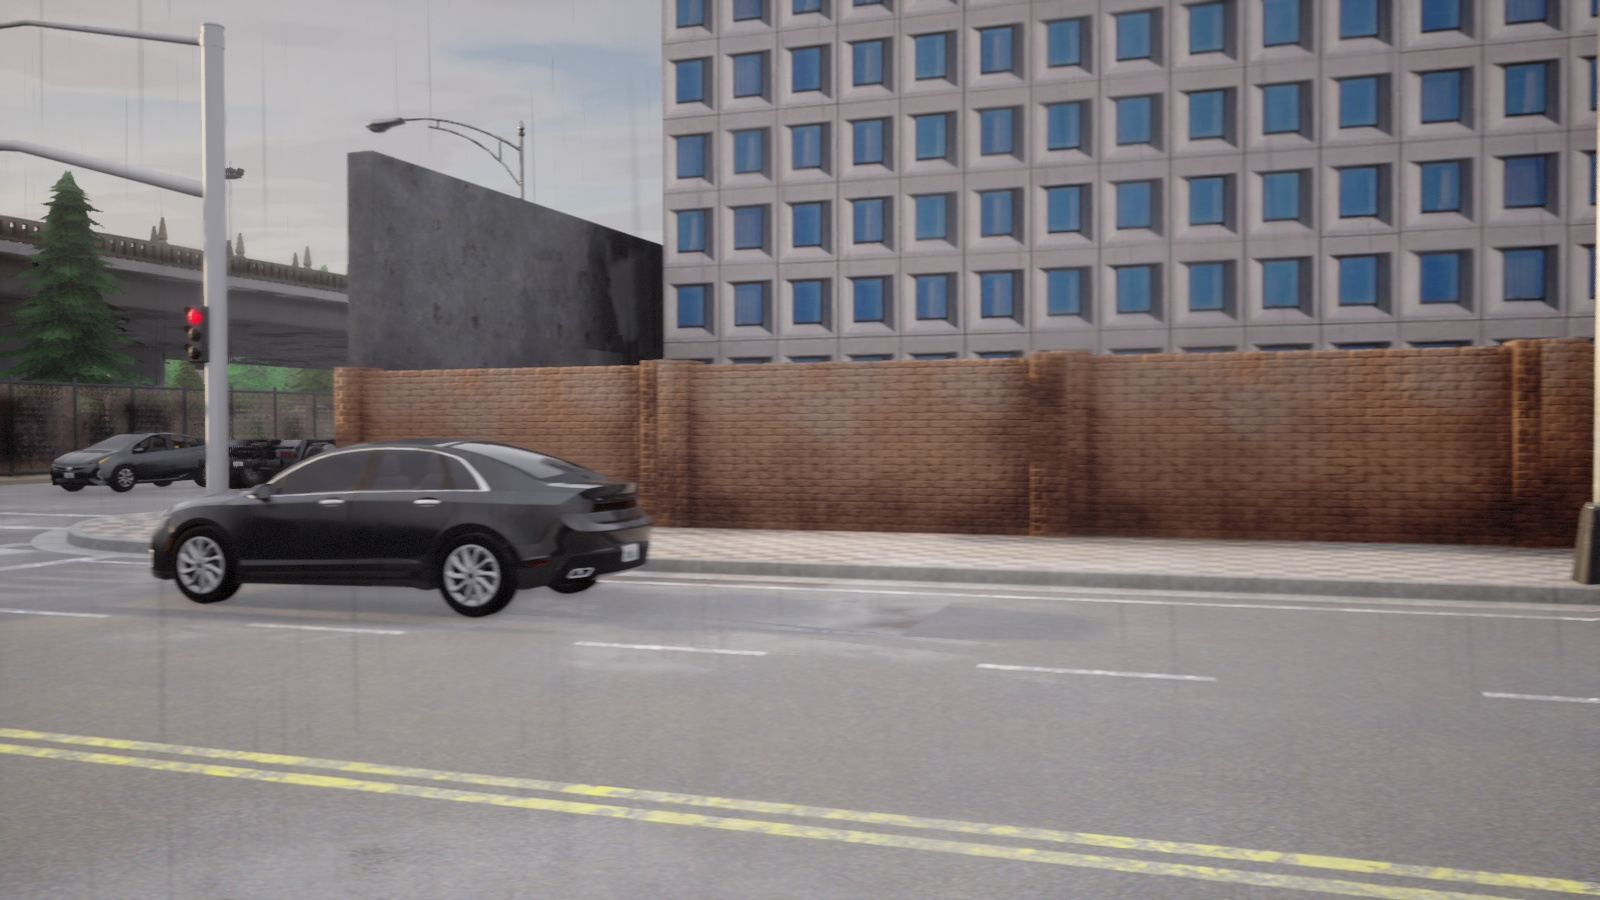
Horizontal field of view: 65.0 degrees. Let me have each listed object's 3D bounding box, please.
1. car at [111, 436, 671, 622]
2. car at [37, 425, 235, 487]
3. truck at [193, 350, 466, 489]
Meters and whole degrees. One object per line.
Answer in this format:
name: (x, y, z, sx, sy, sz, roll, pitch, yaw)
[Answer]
car: (-3.842, 0.627, 11.871, 4.892, 1.490, 1.837, 1, 1, 18)
car: (-17.507, 0.117, 33.382, 2.007, 1.525, 4.514, 1, 1, 19)
truck: (-13.010, -0.831, 35.653, 2.891, 3.462, 7.936, 1, 1, 19)
